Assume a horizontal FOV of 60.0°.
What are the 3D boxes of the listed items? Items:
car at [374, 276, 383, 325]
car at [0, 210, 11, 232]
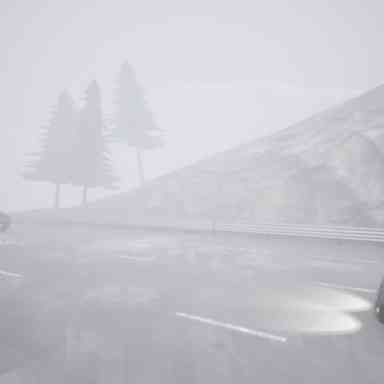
[{"bbox_3d":[4.958,1.528,4.699,4.181,1.385,1.994,-1,0,35],"label":"car"},{"bbox_3d":[-13.029,1.661,20.091,4.892,1.490,1.837,0,0,29],"label":"car"}]
